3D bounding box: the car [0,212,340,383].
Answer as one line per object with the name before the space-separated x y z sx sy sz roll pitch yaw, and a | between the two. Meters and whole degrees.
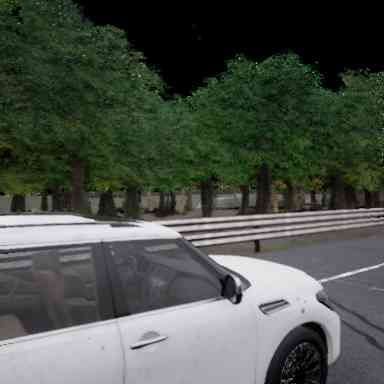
car | -0.977 1.220 3.047 5.566 2.045 2.150 0 0 -36
